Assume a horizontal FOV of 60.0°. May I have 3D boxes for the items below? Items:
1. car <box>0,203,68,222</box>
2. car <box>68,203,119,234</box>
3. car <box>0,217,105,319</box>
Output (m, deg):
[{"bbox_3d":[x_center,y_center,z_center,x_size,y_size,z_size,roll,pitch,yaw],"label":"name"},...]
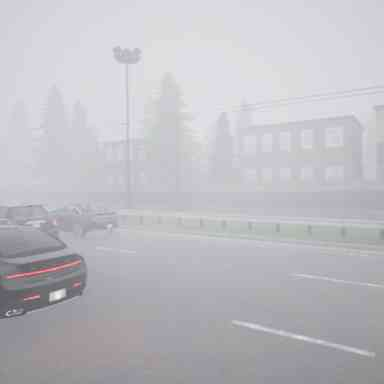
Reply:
[{"bbox_3d":[-7.297,1.210,12.962,4.553,1.767,2.097,0,1,33],"label":"car"},{"bbox_3d":[-5.698,1.292,16.101,4.902,1.511,2.128,0,1,33],"label":"car"},{"bbox_3d":[-4.221,1.431,6.766,4.892,1.490,1.837,0,1,33],"label":"car"}]
